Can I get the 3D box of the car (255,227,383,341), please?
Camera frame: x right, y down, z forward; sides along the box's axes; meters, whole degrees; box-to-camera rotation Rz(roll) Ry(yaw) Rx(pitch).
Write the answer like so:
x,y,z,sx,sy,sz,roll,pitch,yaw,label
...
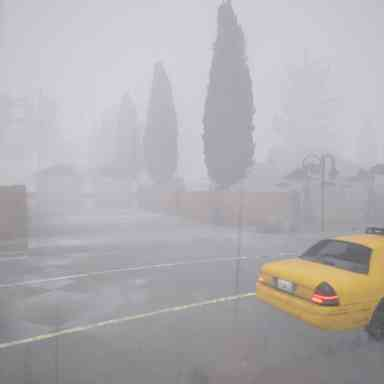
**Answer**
x,y,z,sx,sy,sz,roll,pitch,yaw,label
3.762,1.463,6.345,5.366,1.575,1.801,0,0,-26,car
